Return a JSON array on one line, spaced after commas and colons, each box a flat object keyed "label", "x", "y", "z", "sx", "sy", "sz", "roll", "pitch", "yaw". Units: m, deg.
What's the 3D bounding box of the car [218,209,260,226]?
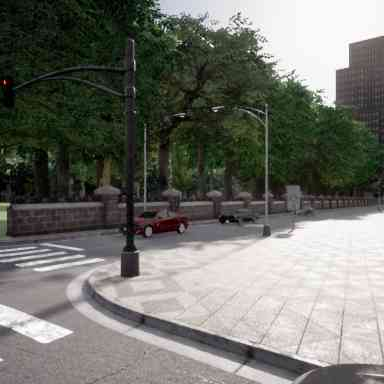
[{"label": "car", "x": 4.183, "y": 2.171, "z": 29.308, "sx": 1.895, "sy": 1.301, "sz": 4.718, "roll": 0, "pitch": -1, "yaw": 35}]

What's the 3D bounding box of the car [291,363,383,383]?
[{"label": "car", "x": 2.389, "y": 1.551, "z": 1.258, "sx": 4.403, "sy": 1.369, "sz": 2.008, "roll": 0, "pitch": 0, "yaw": 36}]

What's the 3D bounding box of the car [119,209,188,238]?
[{"label": "car", "x": -2.213, "y": 1.820, "z": 20.276, "sx": 1.882, "sy": 1.535, "sz": 5.008, "roll": 0, "pitch": -1, "yaw": 35}]

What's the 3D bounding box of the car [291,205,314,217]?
[{"label": "car", "x": 14.711, "y": 2.445, "z": 44.096, "sx": 2.128, "sy": 1.511, "sz": 4.902, "roll": 0, "pitch": -1, "yaw": 36}]
